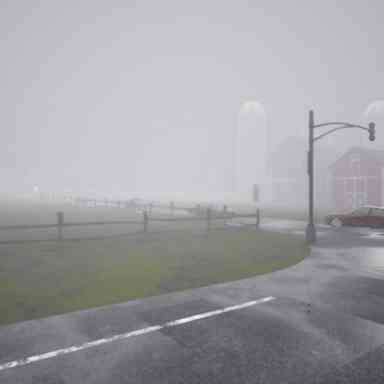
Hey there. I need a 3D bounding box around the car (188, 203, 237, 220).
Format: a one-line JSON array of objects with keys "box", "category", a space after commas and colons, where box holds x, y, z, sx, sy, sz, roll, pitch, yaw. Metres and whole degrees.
[{"box": [1.747, 1.634, 28.353, 1.895, 1.301, 4.718, 0, 0, -36], "category": "car"}]

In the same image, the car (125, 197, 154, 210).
[{"box": [-6.267, 1.393, 39.469, 2.128, 1.511, 4.902, 0, 1, -36], "category": "car"}]

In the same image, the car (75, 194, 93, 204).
[{"box": [-18.246, 1.185, 56.239, 1.882, 1.535, 5.008, 0, 0, -36], "category": "car"}]

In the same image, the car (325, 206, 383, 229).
[{"box": [11.275, 1.645, 21.498, 5.008, 1.535, 1.882, 1, 2, 33], "category": "car"}]
